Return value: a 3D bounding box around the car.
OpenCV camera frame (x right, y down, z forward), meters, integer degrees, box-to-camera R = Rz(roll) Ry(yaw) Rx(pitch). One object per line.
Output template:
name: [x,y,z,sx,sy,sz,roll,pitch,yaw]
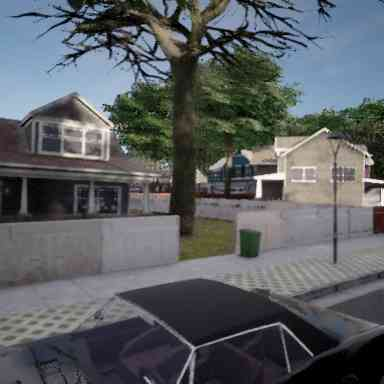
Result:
car: [-0.275,1.605,2.866,4.718,1.301,1.895,0,0,-35]
